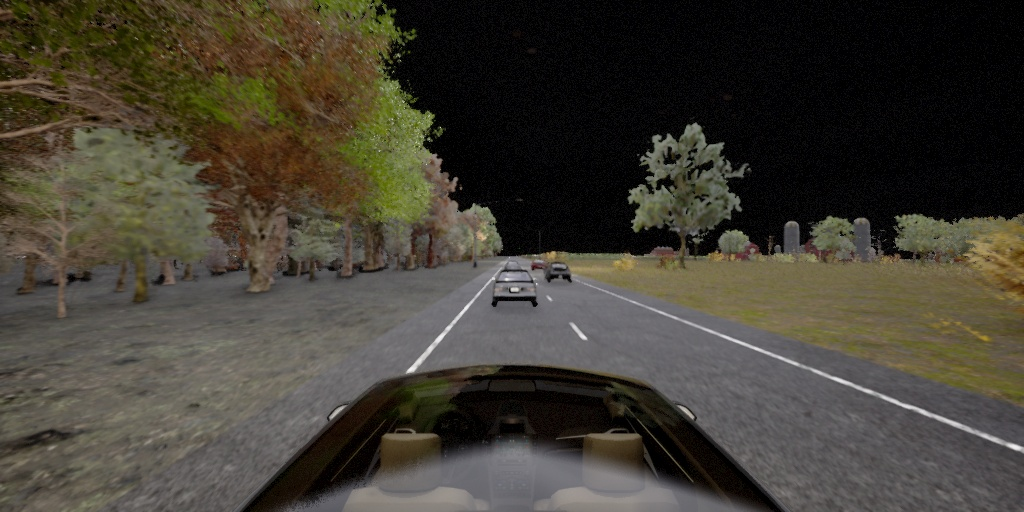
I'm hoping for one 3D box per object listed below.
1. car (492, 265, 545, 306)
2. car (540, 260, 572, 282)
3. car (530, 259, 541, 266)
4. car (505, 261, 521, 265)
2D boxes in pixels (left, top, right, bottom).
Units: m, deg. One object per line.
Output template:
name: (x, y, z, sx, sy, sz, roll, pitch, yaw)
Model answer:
car: (0.101, 1.293, 15.776, 2.033, 1.411, 5.357, 0, 0, 0)
car: (3.533, 1.244, 28.419, 1.837, 1.490, 4.892, 0, 1, 0)
car: (3.594, 1.199, 49.691, 1.882, 1.535, 5.008, 0, 0, 0)
car: (0.104, 1.293, 43.168, 1.994, 1.385, 4.181, 0, 0, 0)
